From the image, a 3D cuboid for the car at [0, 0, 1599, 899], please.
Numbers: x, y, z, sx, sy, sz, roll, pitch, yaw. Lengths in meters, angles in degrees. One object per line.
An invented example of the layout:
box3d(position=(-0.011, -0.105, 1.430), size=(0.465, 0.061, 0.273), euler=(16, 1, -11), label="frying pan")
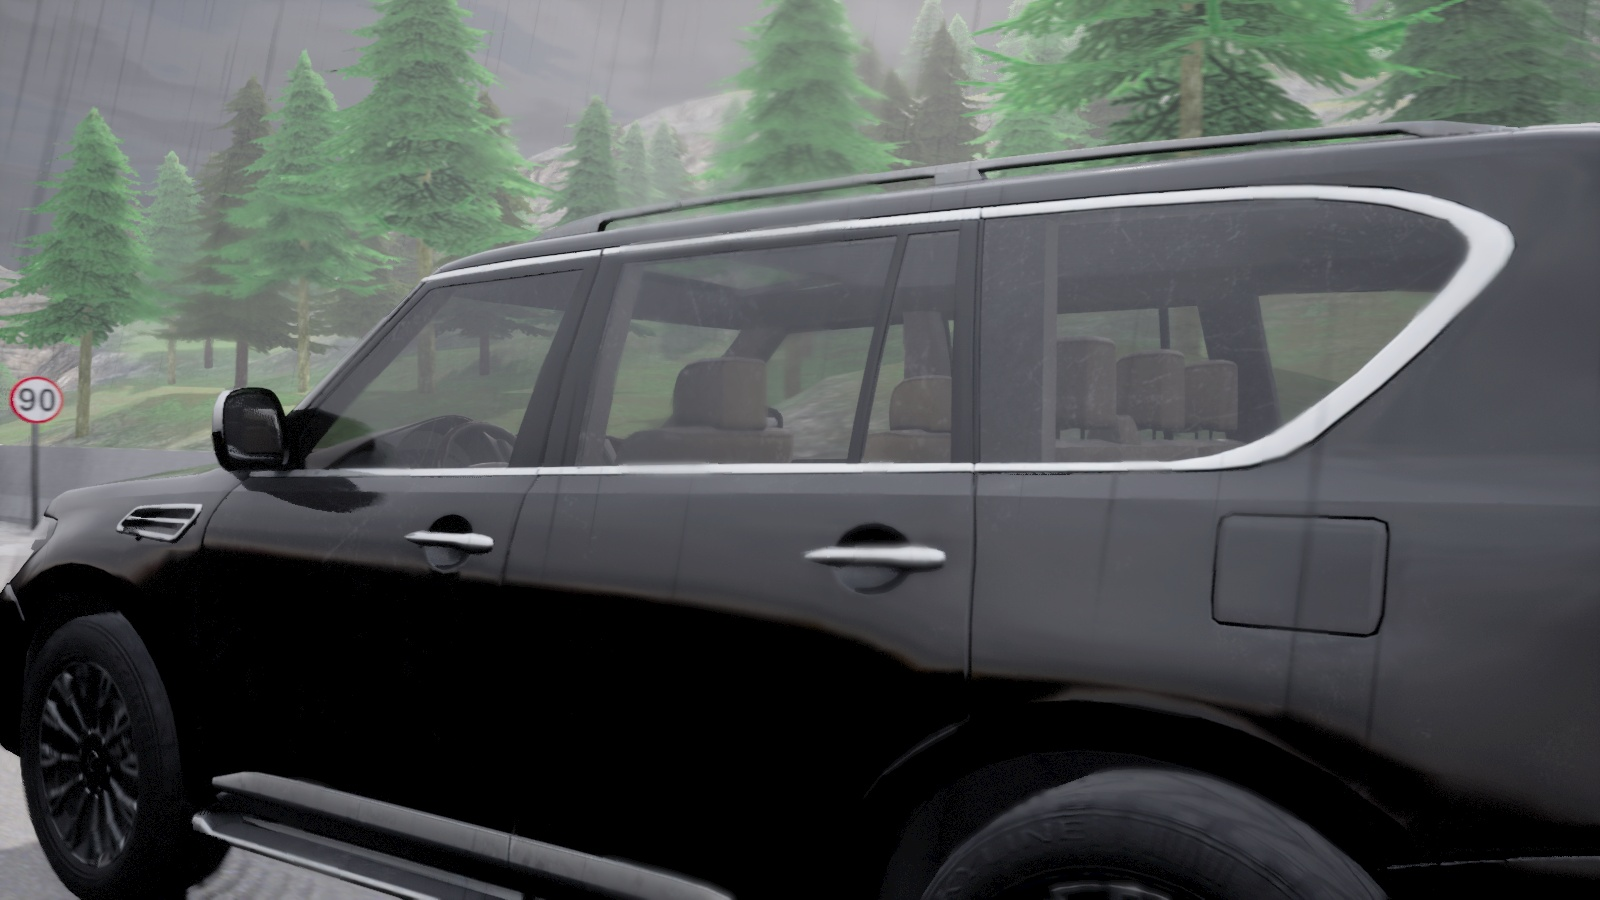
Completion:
box3d(position=(-0.107, 0.408, 3.697), size=(5.566, 2.045, 2.150), euler=(0, 1, 34), label="car")
